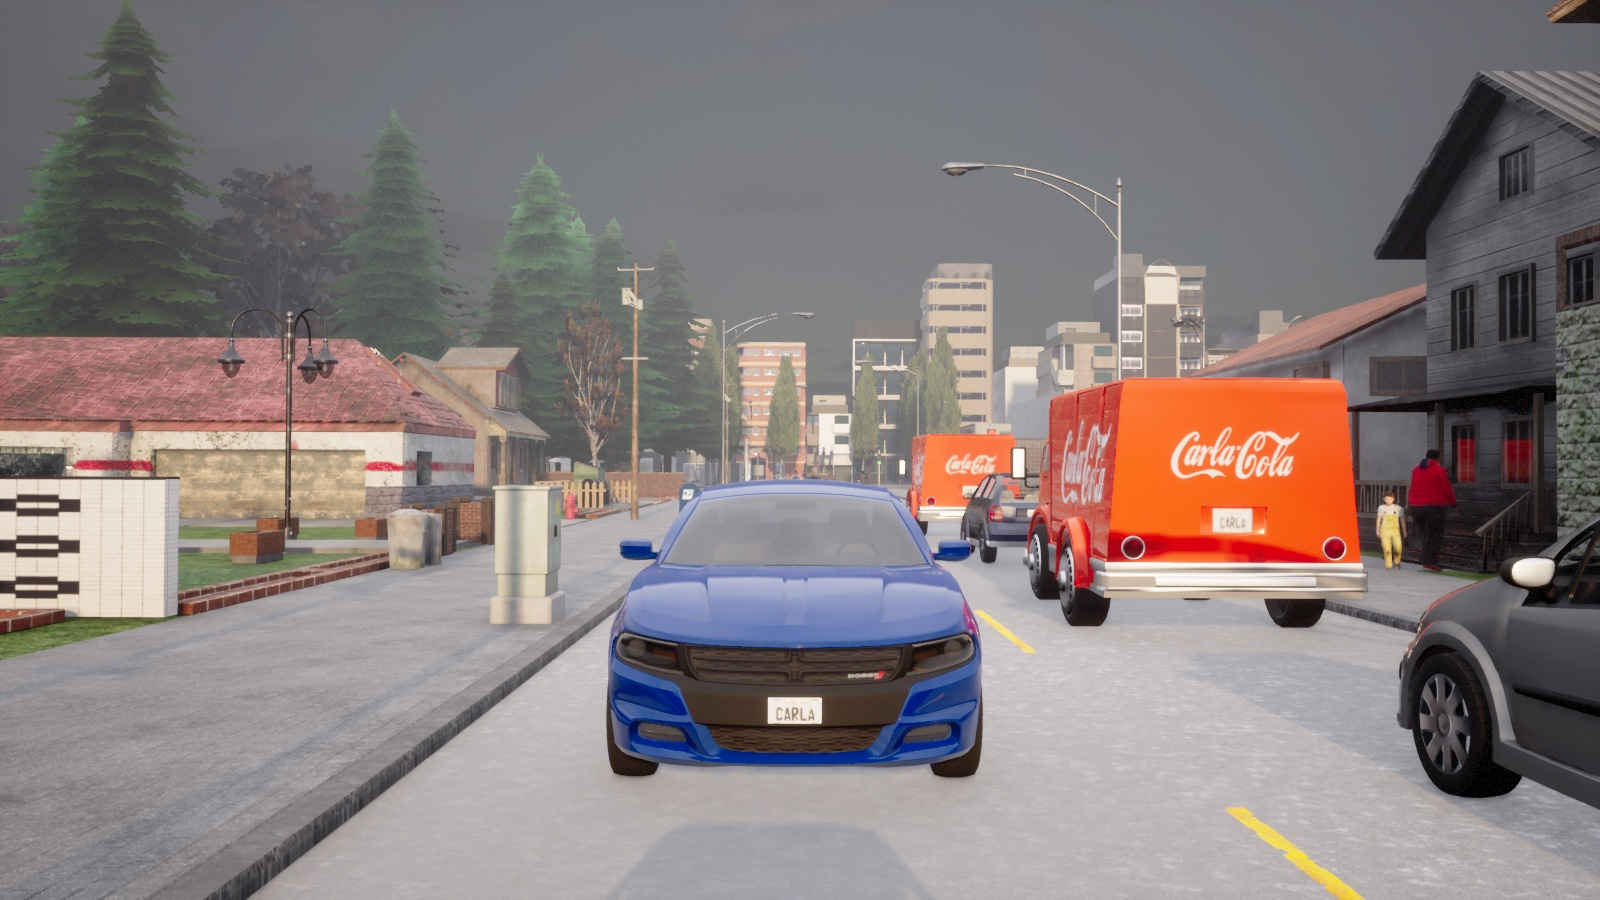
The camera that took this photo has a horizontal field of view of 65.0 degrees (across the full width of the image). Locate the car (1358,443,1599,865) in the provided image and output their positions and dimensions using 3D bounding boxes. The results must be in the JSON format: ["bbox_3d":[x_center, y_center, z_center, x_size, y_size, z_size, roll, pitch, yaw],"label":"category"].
[{"bbox_3d":[3.986,0.778,4.860,1.851,1.617,3.988,0,-1,0],"label":"car"}]

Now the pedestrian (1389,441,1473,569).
[{"bbox_3d":[9.306,0.798,18.536,0.899,1.844,0.634,0,-1,-16],"label":"pedestrian"}]

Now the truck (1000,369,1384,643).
[{"bbox_3d":[3.953,0.546,13.944,2.627,2.467,5.204,0,-1,0],"label":"truck"}]

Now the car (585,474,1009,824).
[{"bbox_3d":[-0.024,0.928,8.083,1.882,1.535,5.008,0,-1,0],"label":"car"}]

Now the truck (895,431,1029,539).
[{"bbox_3d":[3.919,0.840,31.491,2.627,2.467,5.204,0,-1,-1],"label":"truck"}]

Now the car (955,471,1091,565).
[{"bbox_3d":[3.938,1.158,22.732,1.789,1.549,3.705,0,-1,0],"label":"car"}]

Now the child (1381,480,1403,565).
[{"bbox_3d":[8.982,1.087,19.040,0.270,1.263,0.437,-1,-1,28],"label":"child"}]
